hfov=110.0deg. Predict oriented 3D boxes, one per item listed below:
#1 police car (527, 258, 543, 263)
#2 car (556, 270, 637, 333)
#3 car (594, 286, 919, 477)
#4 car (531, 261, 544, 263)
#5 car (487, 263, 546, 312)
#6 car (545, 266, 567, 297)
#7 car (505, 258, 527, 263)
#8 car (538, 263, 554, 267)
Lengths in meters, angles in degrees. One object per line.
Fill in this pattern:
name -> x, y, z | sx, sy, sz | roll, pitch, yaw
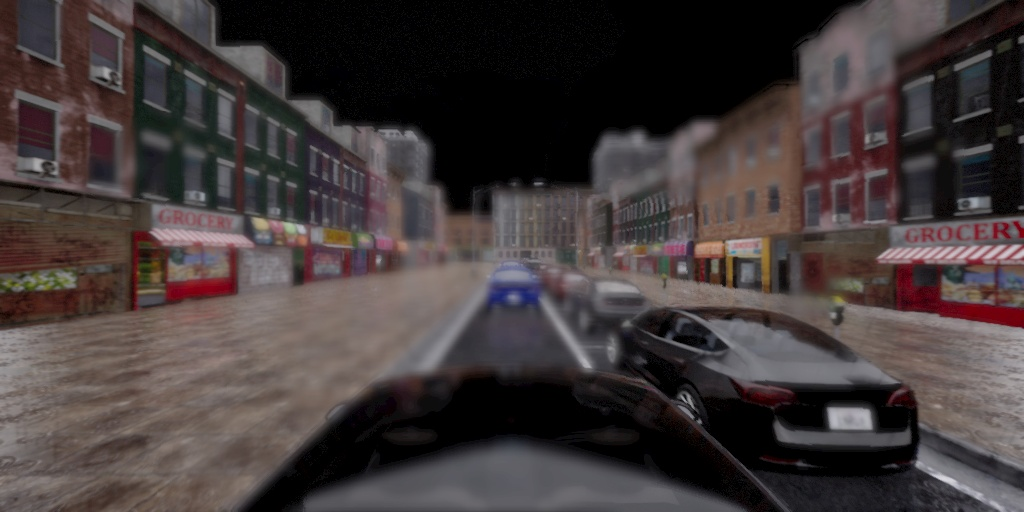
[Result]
police car -> 2.741, 1.105, 41.940 | 1.930, 1.638, 5.238 | 0, 0, 0
car -> 2.638, 1.281, 10.383 | 2.007, 1.370, 4.403 | 0, 0, 0
car -> 2.639, 1.308, 4.880 | 1.948, 1.339, 4.313 | 0, 0, 0
car -> 2.634, 1.282, 26.894 | 1.802, 1.307, 4.207 | 0, 0, 0
car -> 0.084, 1.200, 14.106 | 1.882, 1.535, 5.008 | 0, 0, 0
car -> 2.636, 1.301, 15.886 | 1.802, 1.307, 4.207 | 0, 0, 0
car -> 0.083, 1.172, 30.647 | 1.882, 1.535, 5.008 | 0, 0, 0
car -> 2.635, 1.291, 21.390 | 1.802, 1.307, 4.207 | 0, 0, 0
